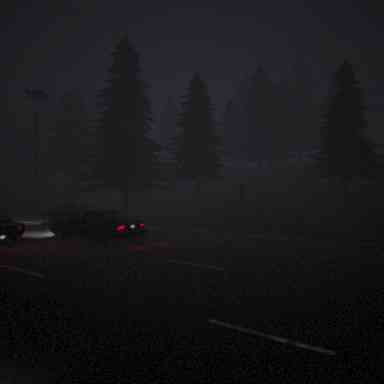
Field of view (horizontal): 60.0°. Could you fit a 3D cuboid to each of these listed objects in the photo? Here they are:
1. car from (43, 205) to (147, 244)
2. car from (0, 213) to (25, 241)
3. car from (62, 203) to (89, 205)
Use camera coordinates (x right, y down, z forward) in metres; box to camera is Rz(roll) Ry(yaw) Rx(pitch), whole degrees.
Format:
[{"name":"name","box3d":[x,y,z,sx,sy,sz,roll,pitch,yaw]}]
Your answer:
[{"name":"car","box3d":[-4.614,1.541,15.901,5.357,1.411,2.033,0,0,36]},{"name":"car","box3d":[-9.736,1.598,15.259,4.718,1.301,1.895,0,0,36]},{"name":"car","box3d":[-8.207,1.470,22.771,5.008,1.535,1.882,0,0,36]}]
